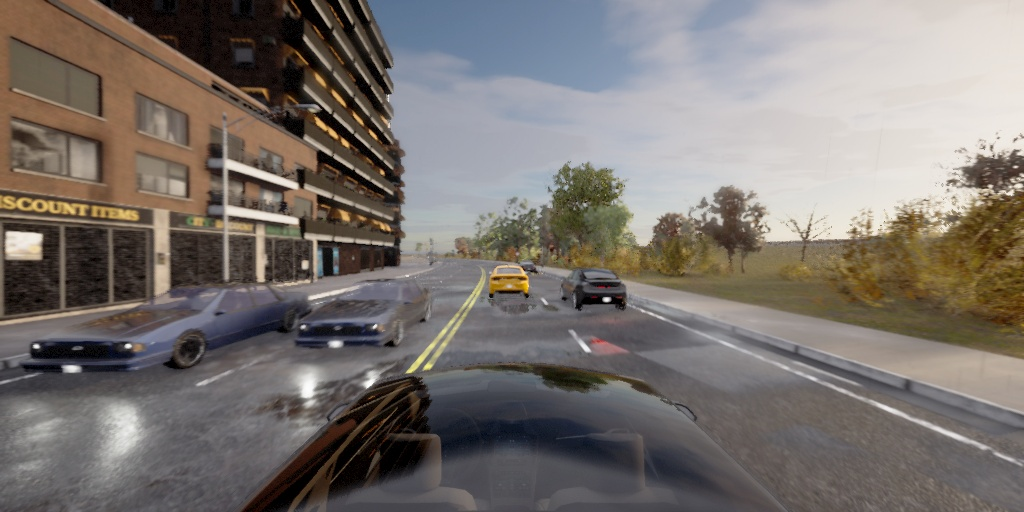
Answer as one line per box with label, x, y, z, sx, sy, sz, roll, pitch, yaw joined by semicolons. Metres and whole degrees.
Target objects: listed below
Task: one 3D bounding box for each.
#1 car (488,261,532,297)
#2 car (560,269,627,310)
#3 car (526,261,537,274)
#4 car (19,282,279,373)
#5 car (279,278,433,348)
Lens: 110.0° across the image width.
car;-0.210;1.232;18.887;1.882;1.535;5.008;0;0;-2
car;3.165;1.249;14.636;1.837;1.490;4.892;0;0;-1
car;1.717;1.270;41.667;1.812;1.442;4.674;0;0;-5
car;-6.651;1.318;8.055;2.033;1.411;5.357;0;0;-1
car;-3.426;1.310;9.546;2.033;1.411;5.357;0;0;-1
